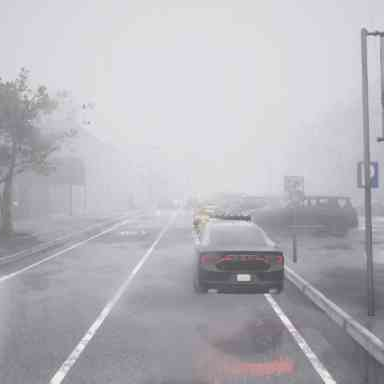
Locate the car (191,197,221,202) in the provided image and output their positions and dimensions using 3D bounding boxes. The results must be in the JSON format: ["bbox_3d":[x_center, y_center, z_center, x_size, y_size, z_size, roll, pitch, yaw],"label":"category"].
[{"bbox_3d":[1.023,1.424,25.015,1.801,1.575,5.366,0,0,0],"label":"car"}]

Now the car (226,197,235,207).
[{"bbox_3d":[5.769,1.460,28.719,5.008,1.535,2.097,0,0,0],"label":"car"}]

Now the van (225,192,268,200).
[{"bbox_3d":[5.660,1.230,31.525,4.442,1.987,1.878,0,0,0],"label":"van"}]

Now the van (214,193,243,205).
[{"bbox_3d":[5.905,1.089,53.955,4.442,1.987,1.878,0,1,0],"label":"van"}]

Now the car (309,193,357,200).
[{"bbox_3d":[18.834,1.153,43.353,5.566,2.045,2.435,0,0,0],"label":"car"}]

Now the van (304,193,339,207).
[{"bbox_3d":[18.982,1.134,48.906,4.442,1.987,1.878,0,1,0],"label":"van"}]

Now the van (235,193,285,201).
[{"bbox_3d":[5.890,1.238,25.915,4.442,1.987,1.878,0,0,0],"label":"van"}]

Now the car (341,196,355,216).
[{"bbox_3d":[19.042,1.444,35.025,5.366,1.575,1.946,0,0,0],"label":"car"}]

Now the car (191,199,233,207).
[{"bbox_3d":[1.011,1.438,19.008,1.801,1.575,5.366,0,0,0],"label":"car"}]

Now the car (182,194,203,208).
[{"bbox_3d":[0.099,1.429,45.245,2.033,1.411,5.357,0,0,0],"label":"car"}]

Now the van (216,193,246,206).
[{"bbox_3d":[5.903,1.114,51.152,4.442,1.987,1.878,0,1,0],"label":"van"}]

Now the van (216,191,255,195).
[{"bbox_3d":[5.900,1.163,45.547,4.442,1.987,1.878,0,0,0],"label":"van"}]

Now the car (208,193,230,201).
[{"bbox_3d":[5.766,1.039,70.775,4.553,1.767,2.185,0,1,0],"label":"car"}]

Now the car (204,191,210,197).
[{"bbox_3d":[5.766,0.963,65.168,5.566,2.045,2.435,0,1,0],"label":"car"}]

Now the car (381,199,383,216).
[{"bbox_3d":[18.825,1.212,26.695,5.566,2.045,2.435,0,0,0],"label":"car"}]

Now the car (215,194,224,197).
[{"bbox_3d":[5.789,1.409,42.741,4.892,1.521,2.231,0,0,0],"label":"car"}]

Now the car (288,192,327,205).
[{"bbox_3d":[18.897,1.059,54.456,5.566,2.045,2.435,0,1,0],"label":"car"}]

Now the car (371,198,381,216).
[{"bbox_3d":[18.849,1.462,29.470,4.892,1.521,2.231,0,0,0],"label":"car"}]

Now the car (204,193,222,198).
[{"bbox_3d":[5.838,0.994,93.202,4.792,1.488,2.163,0,1,0],"label":"car"}]

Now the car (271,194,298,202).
[{"bbox_3d":[18.881,1.188,68.338,4.892,1.521,2.231,0,1,0],"label":"car"}]

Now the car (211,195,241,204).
[{"bbox_3d":[5.783,1.290,56.761,4.892,1.521,2.231,0,1,0],"label":"car"}]

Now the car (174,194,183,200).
[{"bbox_3d":[-3.102,1.118,77.855,2.128,1.511,4.902,0,0,0],"label":"car"}]

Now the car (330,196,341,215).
[{"bbox_3d":[18.830,1.469,37.797,4.792,1.488,2.163,0,0,0],"label":"car"}]

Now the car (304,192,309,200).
[{"bbox_3d":[18.892,1.134,46.130,5.566,2.045,2.435,0,1,0],"label":"car"}]

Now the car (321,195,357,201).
[{"bbox_3d":[18.889,1.452,40.580,4.792,1.488,2.163,0,0,0],"label":"car"}]

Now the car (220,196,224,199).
[{"bbox_3d":[5.809,1.470,37.131,4.792,1.488,2.163,0,0,0],"label":"car"}]

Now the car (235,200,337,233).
[{"bbox_3d":[5.585,1.466,20.309,5.366,1.575,1.946,0,0,0],"label":"car"}]

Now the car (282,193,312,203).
[{"bbox_3d":[18.902,1.136,60.010,4.553,1.767,2.185,0,1,0],"label":"car"}]

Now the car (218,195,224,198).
[{"bbox_3d":[5.778,1.466,39.939,4.674,1.452,2.002,0,0,0],"label":"car"}]

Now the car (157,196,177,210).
[{"bbox_3d":[-3.271,1.501,41.738,1.895,1.301,4.718,0,0,0],"label":"car"}]

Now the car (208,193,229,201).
[{"bbox_3d":[5.767,1.014,73.578,4.553,1.767,2.185,0,1,0],"label":"car"}]

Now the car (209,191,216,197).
[{"bbox_3d":[5.757,1.113,48.348,5.566,2.045,2.435,0,1,0],"label":"car"}]

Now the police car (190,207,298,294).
[{"bbox_3d":[0.992,1.422,8.914,1.930,1.638,5.238,0,0,0],"label":"police car"}]

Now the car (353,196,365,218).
[{"bbox_3d":[18.851,1.455,32.248,5.008,1.535,2.097,0,0,0],"label":"car"}]

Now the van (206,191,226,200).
[{"bbox_3d":[5.685,0.864,79.184,4.442,1.987,1.878,0,1,0],"label":"van"}]

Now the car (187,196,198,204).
[{"bbox_3d":[0.111,1.354,58.663,1.994,1.385,4.181,0,0,0],"label":"car"}]
